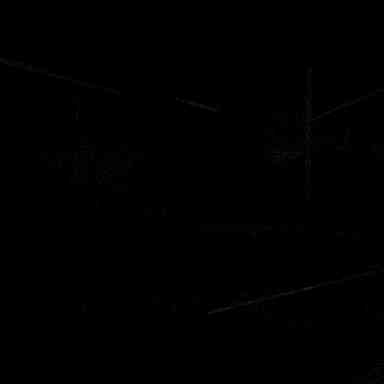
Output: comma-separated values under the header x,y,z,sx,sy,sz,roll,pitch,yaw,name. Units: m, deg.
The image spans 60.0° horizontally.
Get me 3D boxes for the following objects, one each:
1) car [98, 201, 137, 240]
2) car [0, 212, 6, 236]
x,y,z,sx,sy,sz,roll,pitch,yaw,name
-4.581,1.482,18.184,1.905,1.878,3.866,1,0,-36,car
-11.710,1.523,18.439,2.242,1.667,4.611,1,0,-36,car
